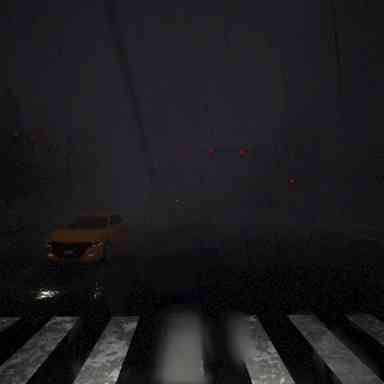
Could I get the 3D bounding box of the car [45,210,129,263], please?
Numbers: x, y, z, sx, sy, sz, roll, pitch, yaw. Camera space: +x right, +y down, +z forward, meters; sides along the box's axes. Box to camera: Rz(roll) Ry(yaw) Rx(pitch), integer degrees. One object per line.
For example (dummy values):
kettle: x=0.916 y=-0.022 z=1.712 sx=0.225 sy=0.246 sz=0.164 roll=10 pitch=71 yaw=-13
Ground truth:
car: x=-3.590 y=1.488 z=12.178 sx=1.882 sy=1.535 sz=5.008 roll=0 pitch=0 yaw=0

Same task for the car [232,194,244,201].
car: x=10.156 y=1.524 z=81.924 sx=1.812 sy=1.442 sz=4.674 roll=0 pitch=0 yaw=44

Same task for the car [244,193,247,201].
car: x=14.633 y=1.225 z=81.503 sx=5.566 sy=2.045 sz=2.150 roll=0 pitch=0 yaw=-43

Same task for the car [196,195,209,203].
car: x=2.999 y=1.354 z=69.744 sx=2.097 sy=1.767 sz=4.553 roll=0 pitch=0 yaw=20

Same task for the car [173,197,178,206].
car: x=-3.355 y=1.547 z=56.180 sx=2.033 sy=1.411 sz=5.357 roll=0 pitch=0 yaw=3

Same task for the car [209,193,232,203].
car: x=5.936 y=1.214 z=68.129 sx=2.150 sy=2.045 sz=5.566 roll=0 pitch=-1 yaw=21

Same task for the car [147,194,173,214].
car: x=-3.578 y=1.222 z=36.446 sx=2.150 sy=2.045 sz=5.566 roll=0 pitch=0 yaw=0

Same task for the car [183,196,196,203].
car: x=-0.375 y=1.524 z=71.666 sx=1.812 sy=1.442 sz=4.674 roll=0 pitch=0 yaw=19
